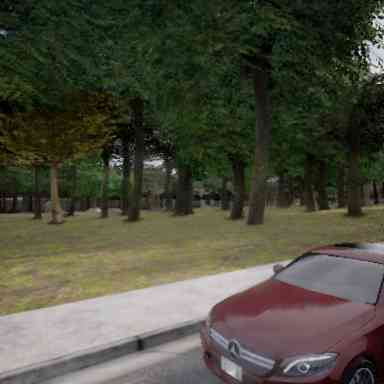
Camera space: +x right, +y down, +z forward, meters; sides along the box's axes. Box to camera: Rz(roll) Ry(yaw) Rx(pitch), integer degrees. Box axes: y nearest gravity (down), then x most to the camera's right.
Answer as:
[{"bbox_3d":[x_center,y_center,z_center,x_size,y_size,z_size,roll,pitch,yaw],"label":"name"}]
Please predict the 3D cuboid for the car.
[{"bbox_3d":[2.289,1.503,4.688,4.674,1.442,1.812,0,0,-35],"label":"car"}]
